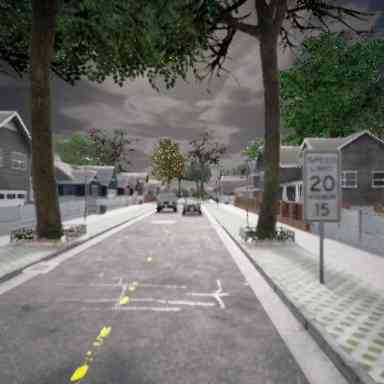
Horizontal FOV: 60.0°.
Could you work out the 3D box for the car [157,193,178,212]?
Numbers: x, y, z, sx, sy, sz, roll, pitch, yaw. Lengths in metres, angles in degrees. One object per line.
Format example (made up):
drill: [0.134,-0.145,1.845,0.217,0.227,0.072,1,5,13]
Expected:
car: [-2.757,1.151,38.123,2.150,2.045,5.566,0,0,0]

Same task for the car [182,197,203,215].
car: [-0.003,1.449,33.268,1.812,1.442,4.674,0,0,0]

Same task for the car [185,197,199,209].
car: [0.024,1.454,46.111,1.837,1.490,4.892,0,0,1]
